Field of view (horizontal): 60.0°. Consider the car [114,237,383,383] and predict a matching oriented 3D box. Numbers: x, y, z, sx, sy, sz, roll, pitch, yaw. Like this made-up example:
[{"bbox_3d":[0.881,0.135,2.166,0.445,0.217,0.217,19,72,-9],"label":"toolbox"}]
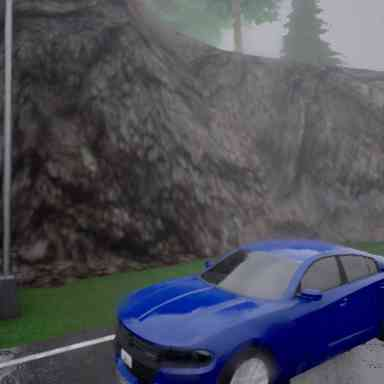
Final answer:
[{"bbox_3d":[1.362,1.498,4.930,5.008,1.535,1.882,1,0,-35],"label":"car"}]
